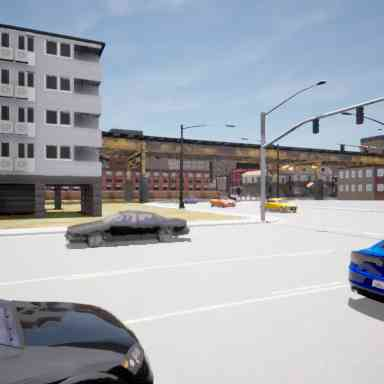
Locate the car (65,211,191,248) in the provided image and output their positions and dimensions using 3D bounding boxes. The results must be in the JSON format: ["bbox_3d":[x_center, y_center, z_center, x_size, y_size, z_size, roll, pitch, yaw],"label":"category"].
[{"bbox_3d":[-2.748,1.547,14.762,5.357,1.411,2.033,0,0,-26],"label":"car"}]

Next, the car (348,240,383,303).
[{"bbox_3d":[5.547,1.478,6.898,5.008,1.535,1.882,0,0,-25],"label":"car"}]

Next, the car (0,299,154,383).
[{"bbox_3d":[-2.432,1.564,2.747,4.181,1.385,1.994,0,0,-32],"label":"car"}]

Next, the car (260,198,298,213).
[{"bbox_3d":[9.662,1.478,37.250,1.882,1.535,5.008,0,0,-26],"label":"car"}]

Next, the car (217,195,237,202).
[{"bbox_3d":[8.275,1.540,78.703,2.033,1.411,5.357,0,0,40],"label":"car"}]

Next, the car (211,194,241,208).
[{"bbox_3d":[4.534,1.351,48.058,2.097,1.767,4.553,0,0,-25],"label":"car"}]

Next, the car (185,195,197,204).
[{"bbox_3d":[-0.221,1.351,61.387,2.097,1.767,4.553,0,0,-4],"label":"car"}]
